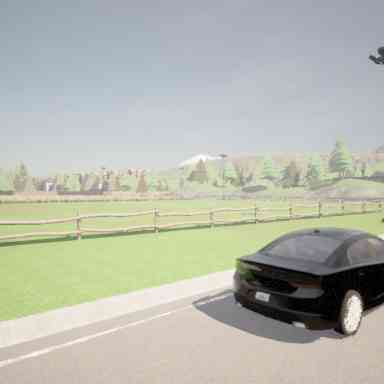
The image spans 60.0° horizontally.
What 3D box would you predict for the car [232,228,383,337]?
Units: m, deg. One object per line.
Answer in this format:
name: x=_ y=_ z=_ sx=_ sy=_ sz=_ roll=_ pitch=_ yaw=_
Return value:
car: x=2.970 y=1.477 z=6.787 sx=5.008 sy=1.535 sz=1.882 roll=0 pitch=0 yaw=-41
